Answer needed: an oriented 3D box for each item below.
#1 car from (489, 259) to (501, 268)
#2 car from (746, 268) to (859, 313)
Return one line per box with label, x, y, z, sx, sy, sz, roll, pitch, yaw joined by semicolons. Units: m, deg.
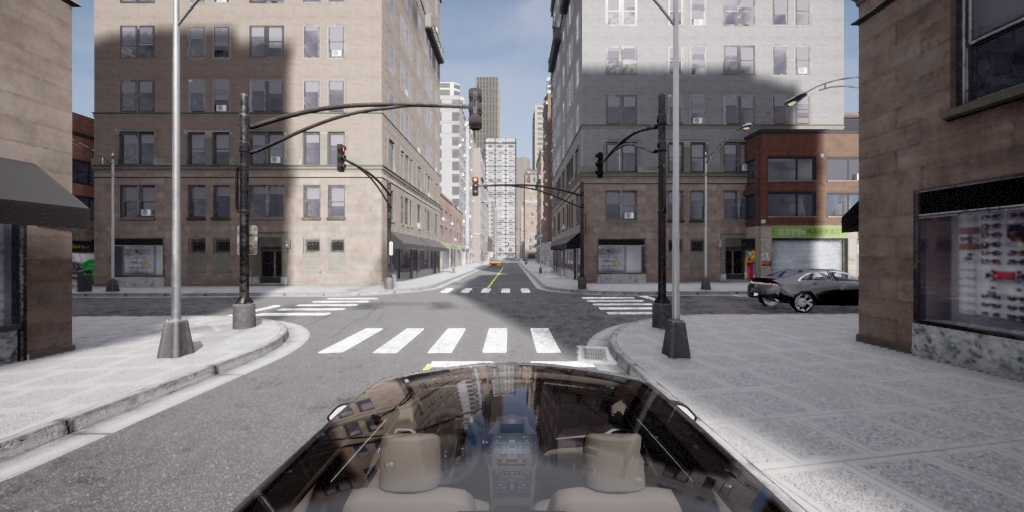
car;-2.995;1.208;62.919;1.882;1.535;5.008;0;0;0
car;11.428;1.209;13.234;4.902;1.511;2.128;0;0;0
